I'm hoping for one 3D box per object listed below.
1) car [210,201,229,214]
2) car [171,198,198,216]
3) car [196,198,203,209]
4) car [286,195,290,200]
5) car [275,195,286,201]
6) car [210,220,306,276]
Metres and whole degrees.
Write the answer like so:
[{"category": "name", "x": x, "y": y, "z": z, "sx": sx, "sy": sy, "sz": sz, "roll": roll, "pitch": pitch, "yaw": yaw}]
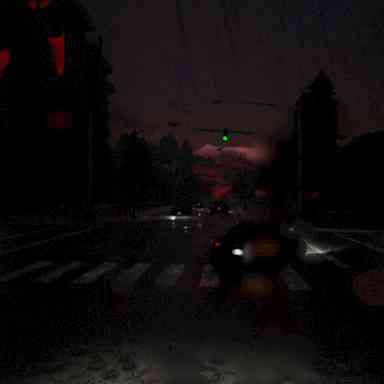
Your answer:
[{"category": "car", "x": 3.082, "y": 1.682, "z": 37.379, "sx": 1.994, "sy": 1.385, "sz": 4.181, "roll": 0, "pitch": 0, "yaw": 6}, {"category": "car", "x": -0.923, "y": 1.650, "z": 34.561, "sx": 2.033, "sy": 1.411, "sz": 5.357, "roll": 0, "pitch": 0, "yaw": 6}, {"category": "car", "x": 0.594, "y": 1.639, "z": 48.828, "sx": 1.837, "sy": 1.490, "sz": 4.892, "roll": 0, "pitch": 0, "yaw": 6}, {"category": "car", "x": 25.695, "y": 1.671, "z": 91.340, "sx": 1.970, "sy": 1.475, "sz": 3.806, "roll": 0, "pitch": 0, "yaw": 6}, {"category": "car", "x": 21.893, "y": 1.637, "z": 84.305, "sx": 1.845, "sy": 1.501, "sz": 3.633, "roll": 0, "pitch": 0, "yaw": 6}, {"category": "car", "x": 2.242, "y": 1.600, "z": 10.684, "sx": 1.994, "sy": 1.385, "sz": 4.181, "roll": 0, "pitch": 0, "yaw": 30}]
